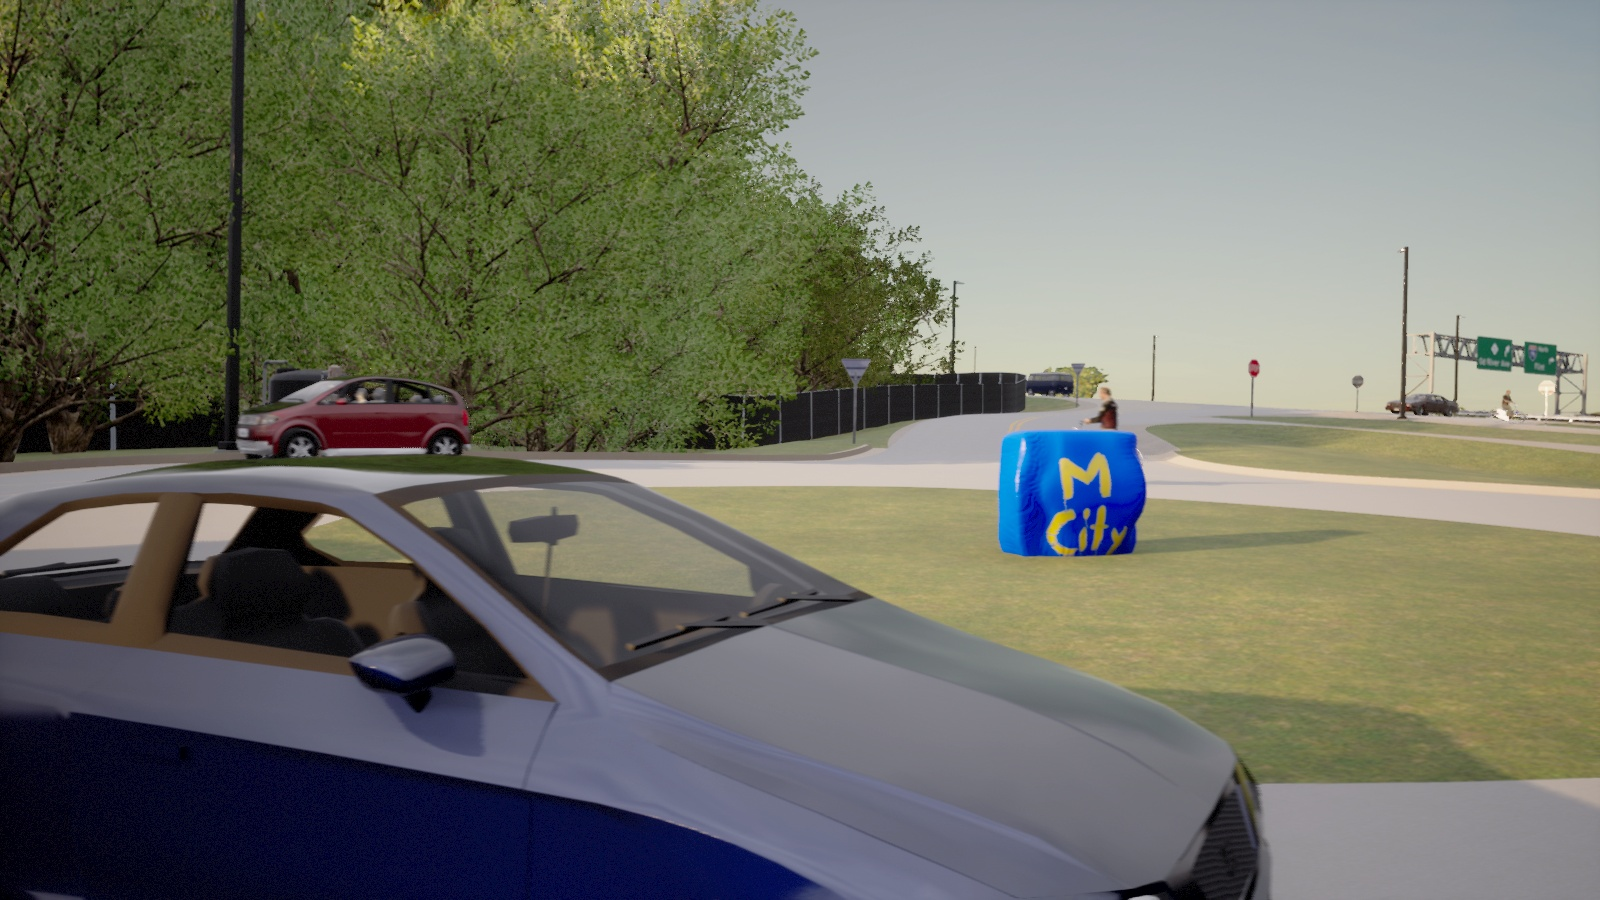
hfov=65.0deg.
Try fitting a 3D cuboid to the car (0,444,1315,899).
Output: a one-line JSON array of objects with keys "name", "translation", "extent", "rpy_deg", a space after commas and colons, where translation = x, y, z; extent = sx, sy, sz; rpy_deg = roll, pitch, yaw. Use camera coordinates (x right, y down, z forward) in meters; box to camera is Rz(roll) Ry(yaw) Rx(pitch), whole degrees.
[{"name": "car", "translation": [-0.896, 0.752, 3.541], "extent": [4.193, 1.474, 1.816], "rpy_deg": [1, 1, 27]}]

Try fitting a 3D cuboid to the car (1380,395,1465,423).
[{"name": "car", "translation": [39.349, -2.584, 79.355], "extent": [5.357, 1.411, 2.033], "rpy_deg": [2, 4, -30]}]

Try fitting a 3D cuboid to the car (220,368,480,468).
[{"name": "car", "translation": [-7.557, -0.531, 21.259], "extent": [3.705, 1.549, 1.789], "rpy_deg": [0, 2, -44]}]

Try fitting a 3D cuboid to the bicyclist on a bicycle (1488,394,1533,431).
[{"name": "bicyclist on a bicycle", "translation": [37.064, -1.981, 65.565], "extent": [0.659, 1.776, 1.843], "rpy_deg": [3, 4, -25]}]
